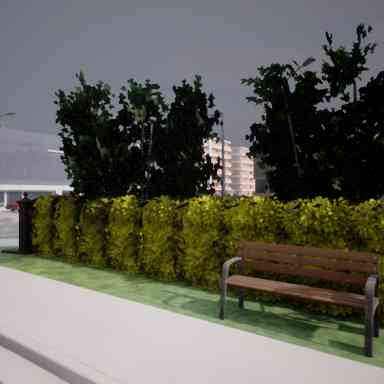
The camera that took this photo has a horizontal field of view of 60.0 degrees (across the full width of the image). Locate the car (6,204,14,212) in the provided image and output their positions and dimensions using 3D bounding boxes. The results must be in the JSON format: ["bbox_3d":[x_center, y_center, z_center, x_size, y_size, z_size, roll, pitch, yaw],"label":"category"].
[{"bbox_3d":[-18.632,1.553,38.240,1.895,1.301,4.718,0,0,35],"label":"car"}]

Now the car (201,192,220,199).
[{"bbox_3d":[3.969,0.766,70.243,1.994,1.385,4.181,0,1,35],"label":"car"}]

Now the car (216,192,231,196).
[{"bbox_3d":[6.180,0.752,67.340,1.812,1.442,4.674,0,1,36],"label":"car"}]

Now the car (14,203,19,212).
[{"bbox_3d":[-16.043,1.553,35.851,1.895,1.301,4.718,0,0,36],"label":"car"}]
